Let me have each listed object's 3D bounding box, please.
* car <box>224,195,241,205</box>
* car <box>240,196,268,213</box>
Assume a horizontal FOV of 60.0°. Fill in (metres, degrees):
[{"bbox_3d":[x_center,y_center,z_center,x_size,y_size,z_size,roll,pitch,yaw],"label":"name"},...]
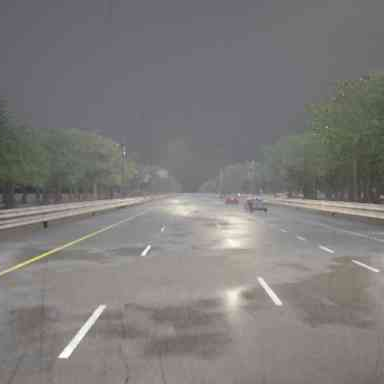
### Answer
[{"bbox_3d":[7.016,1.315,59.703,2.097,1.767,4.553,0,0,0],"label":"car"},{"bbox_3d":[7.008,1.526,36.833,2.033,1.411,5.357,0,0,0],"label":"car"}]
